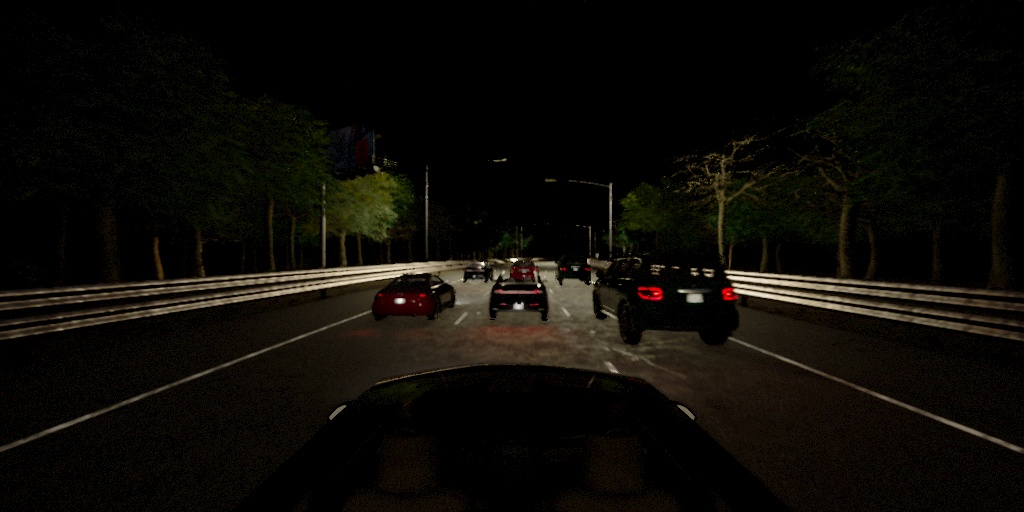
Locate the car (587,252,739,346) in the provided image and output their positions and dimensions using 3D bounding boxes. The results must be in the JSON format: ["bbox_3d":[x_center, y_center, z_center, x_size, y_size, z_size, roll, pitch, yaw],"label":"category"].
[{"bbox_3d":[3.657,0.966,9.656,2.150,2.045,5.566,0,-1,2],"label":"car"}]

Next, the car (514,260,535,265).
[{"bbox_3d":[0.972,1.097,27.421,2.097,1.767,4.553,0,0,4],"label":"car"}]

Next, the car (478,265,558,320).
[{"bbox_3d":[0.265,1.238,12.622,2.128,1.511,4.902,0,0,2],"label":"car"}]

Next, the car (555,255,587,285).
[{"bbox_3d":[4.404,0.975,26.457,2.150,2.045,5.566,0,0,4],"label":"car"}]

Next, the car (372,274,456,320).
[{"bbox_3d":[-3.238,1.304,12.602,1.994,1.385,4.181,0,0,2],"label":"car"}]

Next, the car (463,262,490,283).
[{"bbox_3d":[-2.505,1.233,27.886,2.128,1.511,4.902,0,0,4],"label":"car"}]
